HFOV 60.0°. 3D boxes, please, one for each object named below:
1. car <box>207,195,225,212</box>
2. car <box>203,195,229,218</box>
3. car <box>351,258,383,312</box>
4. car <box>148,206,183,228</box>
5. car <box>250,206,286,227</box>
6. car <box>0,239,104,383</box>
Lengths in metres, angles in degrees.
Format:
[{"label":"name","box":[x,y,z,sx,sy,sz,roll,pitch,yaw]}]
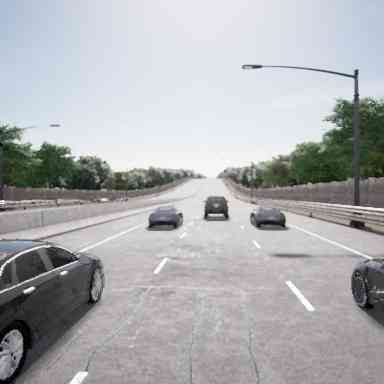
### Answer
[{"label":"car","box":[3.021,1.436,42.894,2.150,2.045,5.566,0,0,4]},{"label":"car","box":[2.284,1.360,31.536,2.150,2.045,5.566,0,0,4]},{"label":"car","box":[4.045,1.529,4.855,1.812,1.442,4.674,0,0,4]},{"label":"car","box":[-1.765,1.663,23.294,1.994,1.385,4.181,0,0,4]},{"label":"car","box":[5.255,1.649,23.363,1.994,1.385,4.181,0,0,4]},{"label":"car","box":[-2.937,1.524,5.353,1.837,1.490,4.892,0,0,4]}]
